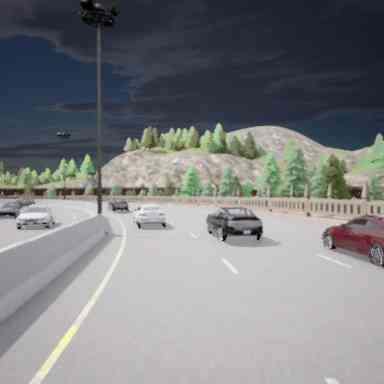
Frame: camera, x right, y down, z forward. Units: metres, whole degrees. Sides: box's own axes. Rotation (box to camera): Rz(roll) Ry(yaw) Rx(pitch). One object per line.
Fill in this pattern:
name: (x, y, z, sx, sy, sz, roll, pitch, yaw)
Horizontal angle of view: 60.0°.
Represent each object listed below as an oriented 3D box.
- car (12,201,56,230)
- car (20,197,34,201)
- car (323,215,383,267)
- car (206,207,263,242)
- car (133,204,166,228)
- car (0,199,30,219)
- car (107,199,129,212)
car: (-10.199, 1.590, 22.051, 1.812, 1.442, 4.674, 0, 0, -15)
car: (-29.256, 1.674, 58.823, 2.097, 1.767, 4.553, -1, 0, -40)
car: (6.218, 1.496, 11.189, 1.812, 1.442, 4.674, 0, 0, -6)
car: (1.940, 1.483, 16.387, 2.128, 1.511, 4.902, 0, 0, -9)
car: (-2.929, 1.548, 22.581, 1.812, 1.442, 4.674, 0, 0, -14)
car: (-16.649, 1.675, 30.815, 2.033, 1.411, 5.357, 0, 0, -21)
car: (-8.868, 1.579, 39.663, 2.128, 1.511, 4.902, 0, 0, -24)
